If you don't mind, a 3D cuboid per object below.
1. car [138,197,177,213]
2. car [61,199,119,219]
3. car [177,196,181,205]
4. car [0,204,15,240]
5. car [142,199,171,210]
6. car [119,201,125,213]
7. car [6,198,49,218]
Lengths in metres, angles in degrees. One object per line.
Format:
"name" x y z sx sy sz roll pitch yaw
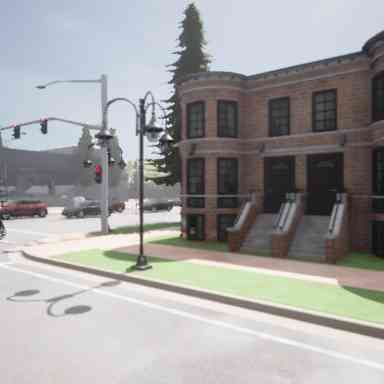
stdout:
"car" -4.113 1.478 37.536 1.882 1.535 5.008 0 0 28
"car" -9.213 1.506 29.588 1.837 1.490 4.892 0 0 34
"car" -2.123 1.478 54.490 1.882 1.535 5.008 0 0 6
"car" -9.360 1.493 13.859 2.128 1.511 4.902 -1 0 -14
"car" -4.680 1.601 44.314 1.895 1.301 4.718 0 0 21
"car" -9.385 1.478 35.583 1.882 1.535 5.008 0 0 33
"car" -14.601 1.353 27.978 2.097 1.767 4.553 0 0 35
